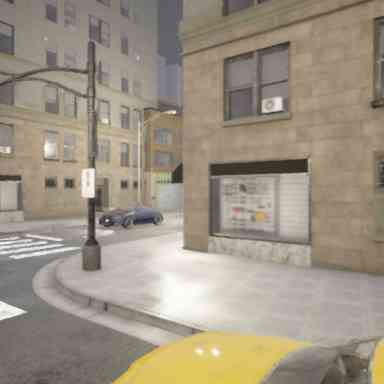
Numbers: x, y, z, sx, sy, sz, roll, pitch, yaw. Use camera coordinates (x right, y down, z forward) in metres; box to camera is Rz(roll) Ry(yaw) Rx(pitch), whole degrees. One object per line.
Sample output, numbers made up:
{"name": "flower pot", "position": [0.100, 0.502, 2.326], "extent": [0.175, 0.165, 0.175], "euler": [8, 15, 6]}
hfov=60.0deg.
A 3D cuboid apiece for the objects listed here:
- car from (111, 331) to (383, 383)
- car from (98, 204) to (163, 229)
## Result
{"name": "car", "position": [1.452, 1.526, 1.933], "extent": [4.829, 1.417, 1.752], "euler": [0, 0, 36]}
{"name": "car", "position": [-3.697, 1.440, 20.580], "extent": [1.994, 1.385, 4.181], "euler": [0, 0, 35]}
